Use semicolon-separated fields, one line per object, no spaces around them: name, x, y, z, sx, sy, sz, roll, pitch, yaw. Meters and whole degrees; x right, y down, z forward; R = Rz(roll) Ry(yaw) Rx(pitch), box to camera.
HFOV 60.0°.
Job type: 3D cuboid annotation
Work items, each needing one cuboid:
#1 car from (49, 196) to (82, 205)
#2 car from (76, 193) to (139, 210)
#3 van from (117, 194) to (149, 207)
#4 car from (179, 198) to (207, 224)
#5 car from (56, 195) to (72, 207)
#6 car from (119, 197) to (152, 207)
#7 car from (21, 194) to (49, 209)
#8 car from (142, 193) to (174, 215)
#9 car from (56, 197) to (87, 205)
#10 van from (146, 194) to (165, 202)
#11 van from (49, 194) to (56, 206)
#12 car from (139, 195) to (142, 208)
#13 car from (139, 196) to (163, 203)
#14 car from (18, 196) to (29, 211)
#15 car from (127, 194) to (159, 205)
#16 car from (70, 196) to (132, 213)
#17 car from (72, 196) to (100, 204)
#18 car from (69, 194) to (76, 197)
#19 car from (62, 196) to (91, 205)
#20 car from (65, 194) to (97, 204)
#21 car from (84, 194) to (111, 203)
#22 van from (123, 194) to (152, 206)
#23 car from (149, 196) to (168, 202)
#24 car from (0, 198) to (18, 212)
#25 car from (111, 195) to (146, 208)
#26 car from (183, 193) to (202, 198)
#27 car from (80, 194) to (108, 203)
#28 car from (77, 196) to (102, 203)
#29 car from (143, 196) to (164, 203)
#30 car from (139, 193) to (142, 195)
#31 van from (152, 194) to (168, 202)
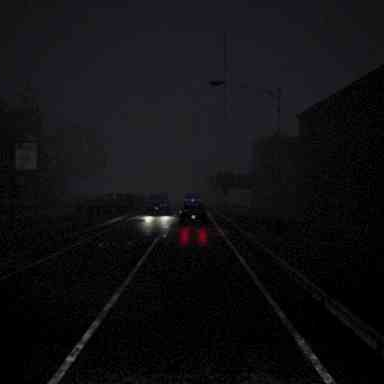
car;-21.926;1.533;57.731;5.008;1.535;2.097;0;0;0
car;-8.873;1.146;35.439;5.566;2.045;2.435;0;0;0
van;-8.728;1.246;49.454;4.442;1.987;1.878;0;0;0
car;0.101;1.426;24.313;2.128;1.511;4.902;0;0;0
car;-21.923;1.533;52.159;4.674;1.452;2.002;0;0;0
car;-8.840;1.493;52.257;4.892;1.521;2.231;0;0;0
car;-21.890;1.309;43.808;4.553;1.767;2.185;0;0;0
car;-3.249;1.140;33.084;2.150;2.045;5.566;0;0;0
car;-21.906;1.583;60.515;4.792;1.488;2.163;0;0;0
van;-8.765;1.507;80.288;4.442;1.987;1.878;0;-1;0
van;-22.038;1.226;46.589;4.442;1.987;1.878;0;0;0
car;-8.848;1.418;41.043;4.892;1.521;2.231;0;0;0
car;-8.865;1.646;71.879;5.008;1.535;2.097;0;-1;0
car;-21.925;1.447;38.238;4.674;1.452;2.002;0;0;0
car;-8.884;1.302;60.668;5.566;2.045;2.435;0;0;0
car;-8.840;1.393;32.638;4.892;1.521;2.231;0;0;0
car;-21.941;1.621;68.870;5.008;1.535;2.097;0;-1;0
car;-21.743;1.510;54.944;5.366;1.575;1.946;0;0;0
car;-21.968;1.604;63.300;4.792;1.488;2.163;0;0;0
car;-21.914;1.345;66.085;5.566;2.045;2.435;0;0;0
car;-21.928;1.450;77.102;5.566;2.045;2.435;0;-1;0
van;-8.965;1.286;55.061;4.442;1.987;1.878;0;0;0
car;-8.887;1.821;88.695;5.008;1.535;2.097;0;-1;0
car;-21.929;1.397;35.452;5.008;1.535;2.097;0;0;0
car;-8.811;1.325;46.650;4.553;1.767;2.185;0;0;0
car;0.098;1.166;41.306;2.150;2.045;5.566;0;-1;1
car;-21.924;1.422;74.441;5.566;2.045;2.435;0;-1;0
car;-21.947;1.685;71.530;4.674;1.452;2.002;0;-1;0
car;-8.907;1.733;77.482;4.792;1.488;2.163;0;-1;0
car;-8.870;1.183;43.850;5.566;2.045;2.435;0;0;0
van;-8.779;1.625;91.500;4.442;1.987;1.878;0;-1;0
